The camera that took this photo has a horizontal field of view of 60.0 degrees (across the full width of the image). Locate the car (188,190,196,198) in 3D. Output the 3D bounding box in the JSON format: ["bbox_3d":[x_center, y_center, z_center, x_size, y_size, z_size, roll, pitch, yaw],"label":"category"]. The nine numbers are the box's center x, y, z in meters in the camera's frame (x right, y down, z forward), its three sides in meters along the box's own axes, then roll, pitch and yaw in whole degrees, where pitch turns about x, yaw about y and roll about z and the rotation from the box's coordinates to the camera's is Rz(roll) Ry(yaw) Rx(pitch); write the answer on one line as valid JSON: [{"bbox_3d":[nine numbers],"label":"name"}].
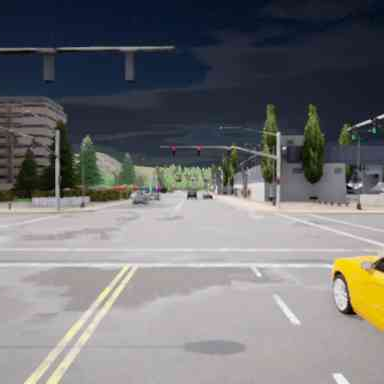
[{"bbox_3d":[0.020,0.474,82.528,2.097,1.767,4.553,0,1,0],"label":"car"}]

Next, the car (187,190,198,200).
[{"bbox_3d":[0.017,0.574,71.906,2.150,2.045,5.566,0,1,0],"label":"car"}]

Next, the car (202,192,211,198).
[{"bbox_3d":[3.520,0.714,82.589,1.895,1.301,4.718,0,1,0],"label":"car"}]

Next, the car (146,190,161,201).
[{"bbox_3d":[-7.007,0.934,62.516,2.128,1.511,4.902,0,1,1],"label":"car"}]

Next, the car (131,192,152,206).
[{"bbox_3d":[-7.070,1.093,46.024,1.837,1.490,4.892,0,1,0],"label":"car"}]

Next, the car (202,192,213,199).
[{"bbox_3d":[3.518,0.940,72.283,1.895,1.301,4.718,0,1,0],"label":"car"}]

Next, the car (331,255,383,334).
[{"bbox_3d":[3.581,1.437,4.381,1.882,1.535,5.008,0,1,0],"label":"car"}]
